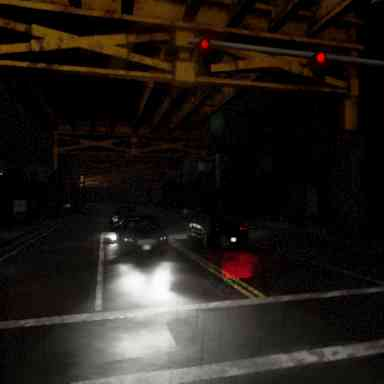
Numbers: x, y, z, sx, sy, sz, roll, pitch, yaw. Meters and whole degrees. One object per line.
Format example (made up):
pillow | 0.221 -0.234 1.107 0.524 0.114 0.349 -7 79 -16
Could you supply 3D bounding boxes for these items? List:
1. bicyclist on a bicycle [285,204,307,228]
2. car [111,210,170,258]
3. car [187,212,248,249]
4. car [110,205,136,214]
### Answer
bicyclist on a bicycle | 6.987 1.602 22.405 1.656 1.620 0.582 0 -1 -15
car | -2.203 1.751 14.197 2.128 1.511 4.902 0 -1 -14
car | 1.116 1.762 16.184 1.837 1.490 4.892 0 -1 -15
car | -4.833 1.799 24.195 2.097 1.767 4.553 0 -1 -15
